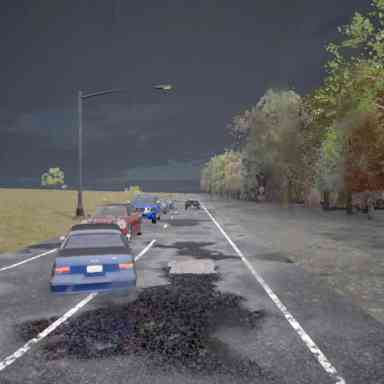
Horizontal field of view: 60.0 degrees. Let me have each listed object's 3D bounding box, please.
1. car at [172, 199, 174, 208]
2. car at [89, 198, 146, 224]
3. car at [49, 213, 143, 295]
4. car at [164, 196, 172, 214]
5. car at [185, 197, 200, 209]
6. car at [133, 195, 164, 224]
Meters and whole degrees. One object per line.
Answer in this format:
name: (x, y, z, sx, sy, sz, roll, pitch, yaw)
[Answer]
car: (-3.610, 1.347, 45.312, 2.097, 1.767, 4.553, 0, 0, 0)
car: (-3.678, 1.353, 15.635, 2.097, 1.767, 4.553, 0, 0, 1)
car: (-2.585, 1.549, 8.936, 2.033, 1.411, 5.357, 0, 0, -16)
car: (-3.608, 1.351, 35.305, 2.097, 1.767, 4.553, 0, 0, 0)
car: (0.041, 1.500, 44.205, 1.837, 1.490, 4.892, 0, 0, 0)
car: (-3.614, 1.223, 25.300, 2.150, 2.045, 5.566, 0, 0, -1)
